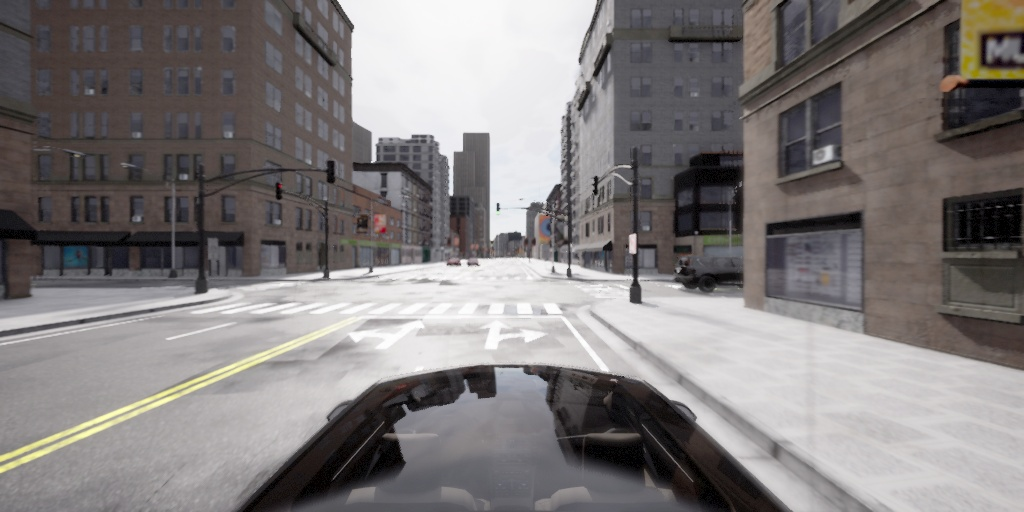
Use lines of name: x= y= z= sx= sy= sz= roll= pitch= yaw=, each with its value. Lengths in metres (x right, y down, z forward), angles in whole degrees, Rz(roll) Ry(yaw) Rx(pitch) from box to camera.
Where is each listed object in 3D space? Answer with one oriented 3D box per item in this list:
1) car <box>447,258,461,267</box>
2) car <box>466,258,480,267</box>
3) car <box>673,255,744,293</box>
car: x=-9.798 y=0.998 z=60.729 sx=1.882 sy=1.535 sz=5.008 roll=0 pitch=0 yaw=1
car: x=-6.547 y=1.046 z=60.753 sx=1.812 sy=1.442 sz=4.674 roll=0 pitch=0 yaw=1
car: x=12.187 y=0.988 z=20.529 sx=5.566 sy=2.045 sz=2.150 roll=0 pitch=0 yaw=0
